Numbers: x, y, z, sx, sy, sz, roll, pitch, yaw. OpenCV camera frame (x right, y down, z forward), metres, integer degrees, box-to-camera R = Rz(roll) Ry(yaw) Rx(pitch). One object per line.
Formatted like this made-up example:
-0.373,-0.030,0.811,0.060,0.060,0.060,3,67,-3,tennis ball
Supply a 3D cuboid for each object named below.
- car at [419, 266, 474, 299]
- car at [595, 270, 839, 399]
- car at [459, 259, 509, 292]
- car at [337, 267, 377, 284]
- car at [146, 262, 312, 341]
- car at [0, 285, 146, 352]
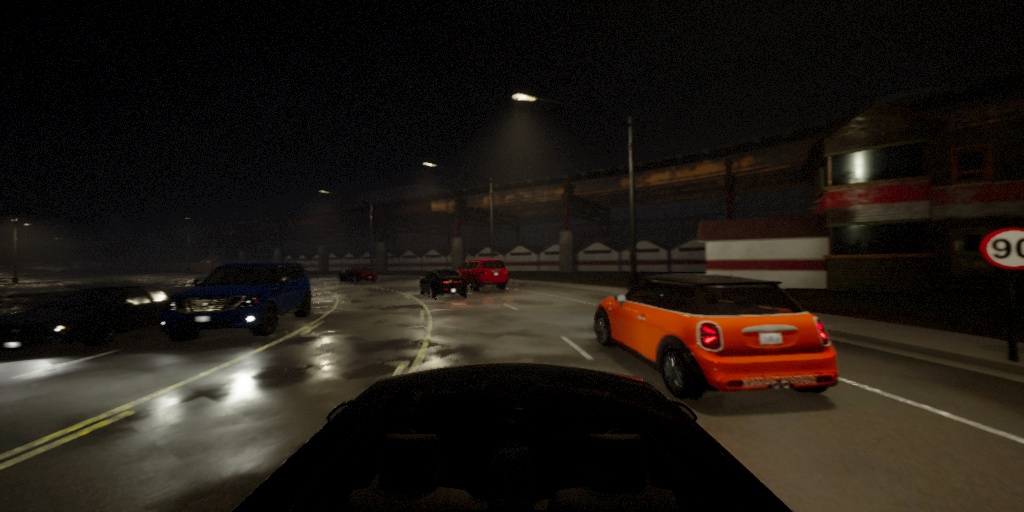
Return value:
-3.970,1.521,20.250,1.837,1.490,4.892,0,-1,-25,car
3.137,1.102,6.714,2.097,1.767,4.553,-1,-1,-5,car
-2.259,1.254,24.549,2.150,2.045,5.566,0,-1,-29,car
-14.924,1.830,34.445,5.008,1.535,1.882,-1,-1,39,car
-8.145,1.215,11.349,2.150,2.045,5.566,-1,-1,-14,car
-11.510,1.585,10.394,2.033,1.411,5.357,-1,-1,-14,car
